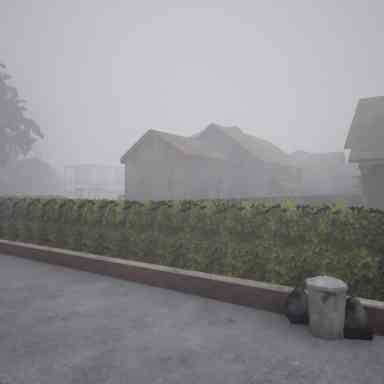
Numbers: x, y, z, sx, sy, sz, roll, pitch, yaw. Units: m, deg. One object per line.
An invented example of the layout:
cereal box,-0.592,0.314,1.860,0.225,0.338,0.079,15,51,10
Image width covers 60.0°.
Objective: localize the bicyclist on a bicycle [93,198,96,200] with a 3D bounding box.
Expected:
bicyclist on a bicycle,-8.795,1.349,30.383,1.656,1.620,0.582,0,0,35
